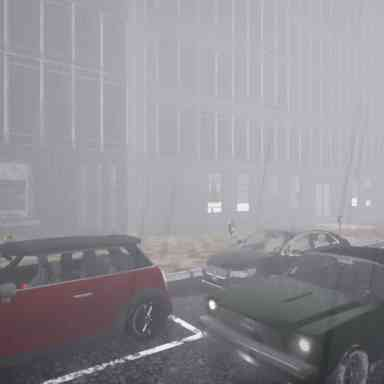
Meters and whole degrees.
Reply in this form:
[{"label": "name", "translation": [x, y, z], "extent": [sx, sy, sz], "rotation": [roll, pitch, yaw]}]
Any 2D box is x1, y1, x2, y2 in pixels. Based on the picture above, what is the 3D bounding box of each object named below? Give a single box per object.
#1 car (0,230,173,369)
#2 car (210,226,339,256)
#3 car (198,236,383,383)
[{"label": "car", "translation": [-2.391, 1.440, 4.856], "extent": [4.097, 1.590, 1.967], "rotation": [0, 0, -36]}, {"label": "car", "translation": [2.239, 1.550, 8.167], "extent": [4.403, 1.369, 2.008], "rotation": [0, 0, -36]}, {"label": "car", "translation": [2.430, 1.600, 5.119], "extent": [4.718, 1.301, 1.895], "rotation": [0, 0, -36]}]
